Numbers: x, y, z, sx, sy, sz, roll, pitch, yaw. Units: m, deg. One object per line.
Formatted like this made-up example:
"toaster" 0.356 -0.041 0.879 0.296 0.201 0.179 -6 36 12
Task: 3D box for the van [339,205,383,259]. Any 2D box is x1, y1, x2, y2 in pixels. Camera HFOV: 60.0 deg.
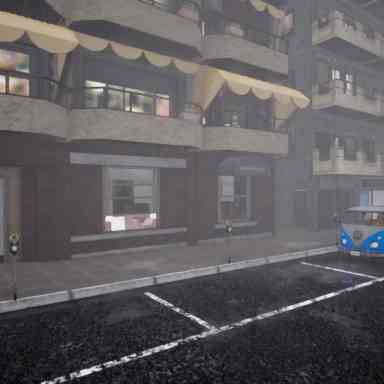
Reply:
"van" 6.659 1.341 11.304 3.998 1.788 1.690 0 0 -35
